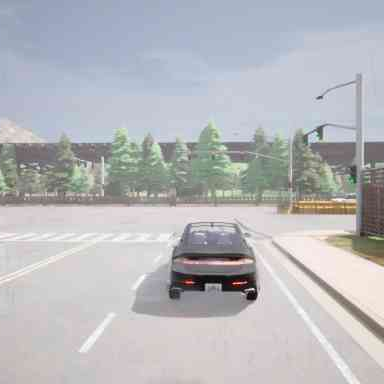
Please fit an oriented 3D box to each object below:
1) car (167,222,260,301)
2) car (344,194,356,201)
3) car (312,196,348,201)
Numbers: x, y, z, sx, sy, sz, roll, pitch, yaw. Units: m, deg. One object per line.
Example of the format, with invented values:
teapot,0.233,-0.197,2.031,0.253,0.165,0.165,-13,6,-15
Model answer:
car,0.511,1.492,8.374,2.128,1.511,4.902,0,0,3
car,19.831,1.222,41.332,5.566,2.045,2.150,0,0,2
car,14.550,1.491,37.950,4.902,1.511,2.128,0,0,1
